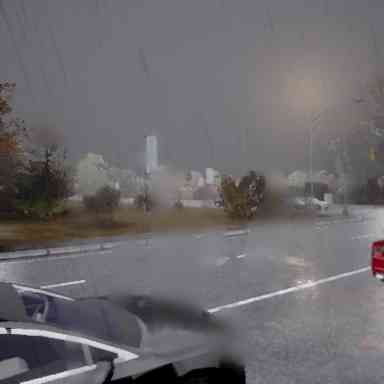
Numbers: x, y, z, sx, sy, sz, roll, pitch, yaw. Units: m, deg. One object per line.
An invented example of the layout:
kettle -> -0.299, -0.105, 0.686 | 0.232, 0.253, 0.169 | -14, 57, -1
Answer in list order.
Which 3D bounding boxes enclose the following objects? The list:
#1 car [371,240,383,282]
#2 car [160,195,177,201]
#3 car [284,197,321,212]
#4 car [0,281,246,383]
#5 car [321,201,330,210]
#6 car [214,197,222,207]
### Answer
car -> 6.470, 1.455, 8.352 | 5.008, 1.535, 1.882 | 0, 0, -35
car -> -5.431, 1.319, 74.555 | 2.033, 1.411, 5.357 | -1, 0, -38
car -> 11.061, 1.385, 36.955 | 2.033, 1.411, 5.357 | -1, 0, -39
car -> -1.707, 1.492, 2.513 | 4.902, 1.511, 2.128 | 0, 0, -36
car -> 13.848, 1.339, 39.106 | 1.812, 1.442, 4.674 | -1, 0, -39
car -> 5.008, 1.346, 44.509 | 1.837, 1.490, 4.892 | -1, 0, -39
